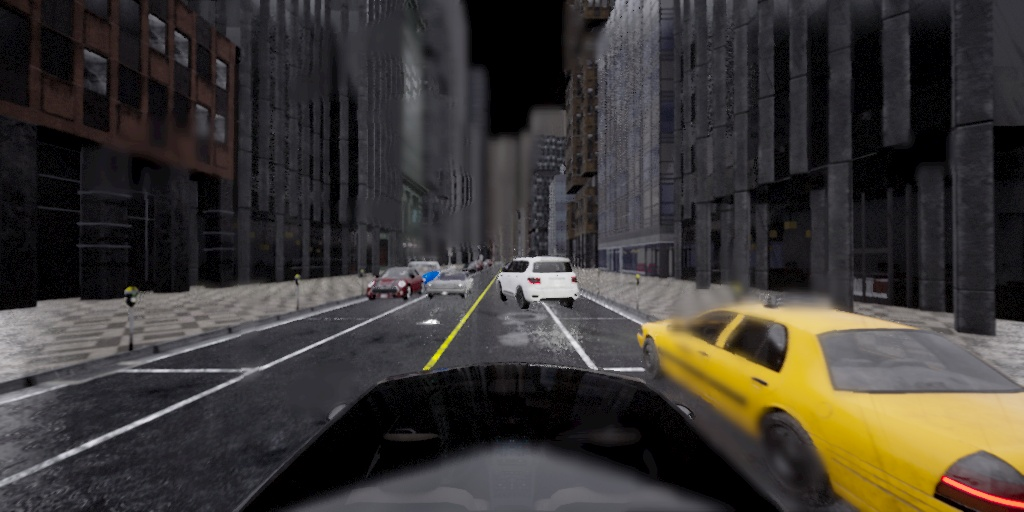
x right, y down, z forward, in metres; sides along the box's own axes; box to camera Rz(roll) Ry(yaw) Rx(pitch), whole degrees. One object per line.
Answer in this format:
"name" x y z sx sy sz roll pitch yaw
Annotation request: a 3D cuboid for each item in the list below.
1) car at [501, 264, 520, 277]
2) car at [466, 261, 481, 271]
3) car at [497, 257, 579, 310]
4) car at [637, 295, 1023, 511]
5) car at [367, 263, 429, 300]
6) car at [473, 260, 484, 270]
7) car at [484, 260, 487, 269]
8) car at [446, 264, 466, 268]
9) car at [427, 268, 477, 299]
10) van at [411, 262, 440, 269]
"car" -0.143 1.627 40.555 1.994 1.385 4.181 0 -1 0
"car" -6.074 1.733 52.033 1.948 1.339 4.313 0 0 0
"car" 0.921 1.080 15.719 2.150 2.045 5.566 0 0 -16
"car" 3.137 1.226 4.300 1.801 1.575 5.366 0 0 0
"car" -5.864 1.322 18.380 1.967 1.591 4.097 0 0 0
"car" -6.109 1.656 57.643 1.967 1.591 4.097 0 0 0
"car" -6.144 1.581 63.252 2.192 1.841 5.009 0 0 0
"car" -5.968 1.544 35.036 1.751 1.417 4.829 0 0 0
"car" -3.207 1.489 19.263 1.895 1.301 4.718 0 0 0
"van" -5.899 1.267 23.989 1.690 1.789 3.998 0 0 0
